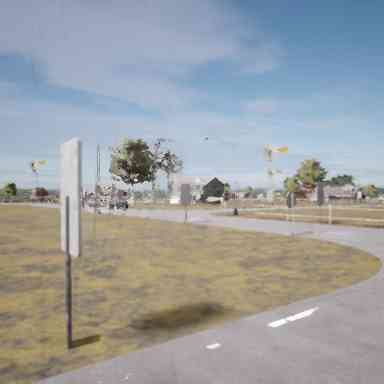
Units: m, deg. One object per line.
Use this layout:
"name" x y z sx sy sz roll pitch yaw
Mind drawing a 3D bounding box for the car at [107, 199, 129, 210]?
"car" -10.837 1.815 48.503 1.837 1.490 4.892 -1 -1 -35

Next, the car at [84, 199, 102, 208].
"car" -17.129 1.951 57.196 2.128 1.511 4.902 -1 -1 -36
